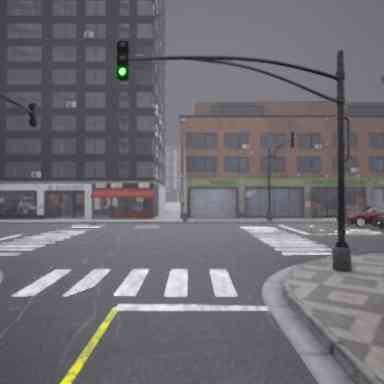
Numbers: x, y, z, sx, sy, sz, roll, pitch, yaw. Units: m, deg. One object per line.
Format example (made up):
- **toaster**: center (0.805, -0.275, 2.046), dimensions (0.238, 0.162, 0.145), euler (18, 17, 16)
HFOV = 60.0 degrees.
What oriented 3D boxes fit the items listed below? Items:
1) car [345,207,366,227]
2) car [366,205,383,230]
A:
- **car**: center (13.180, 1.662, 23.668), dimensions (5.008, 1.535, 1.882), euler (0, -1, 1)
- **car**: center (13.432, 1.698, 20.414), dimensions (4.181, 1.385, 1.994), euler (0, -1, 0)
